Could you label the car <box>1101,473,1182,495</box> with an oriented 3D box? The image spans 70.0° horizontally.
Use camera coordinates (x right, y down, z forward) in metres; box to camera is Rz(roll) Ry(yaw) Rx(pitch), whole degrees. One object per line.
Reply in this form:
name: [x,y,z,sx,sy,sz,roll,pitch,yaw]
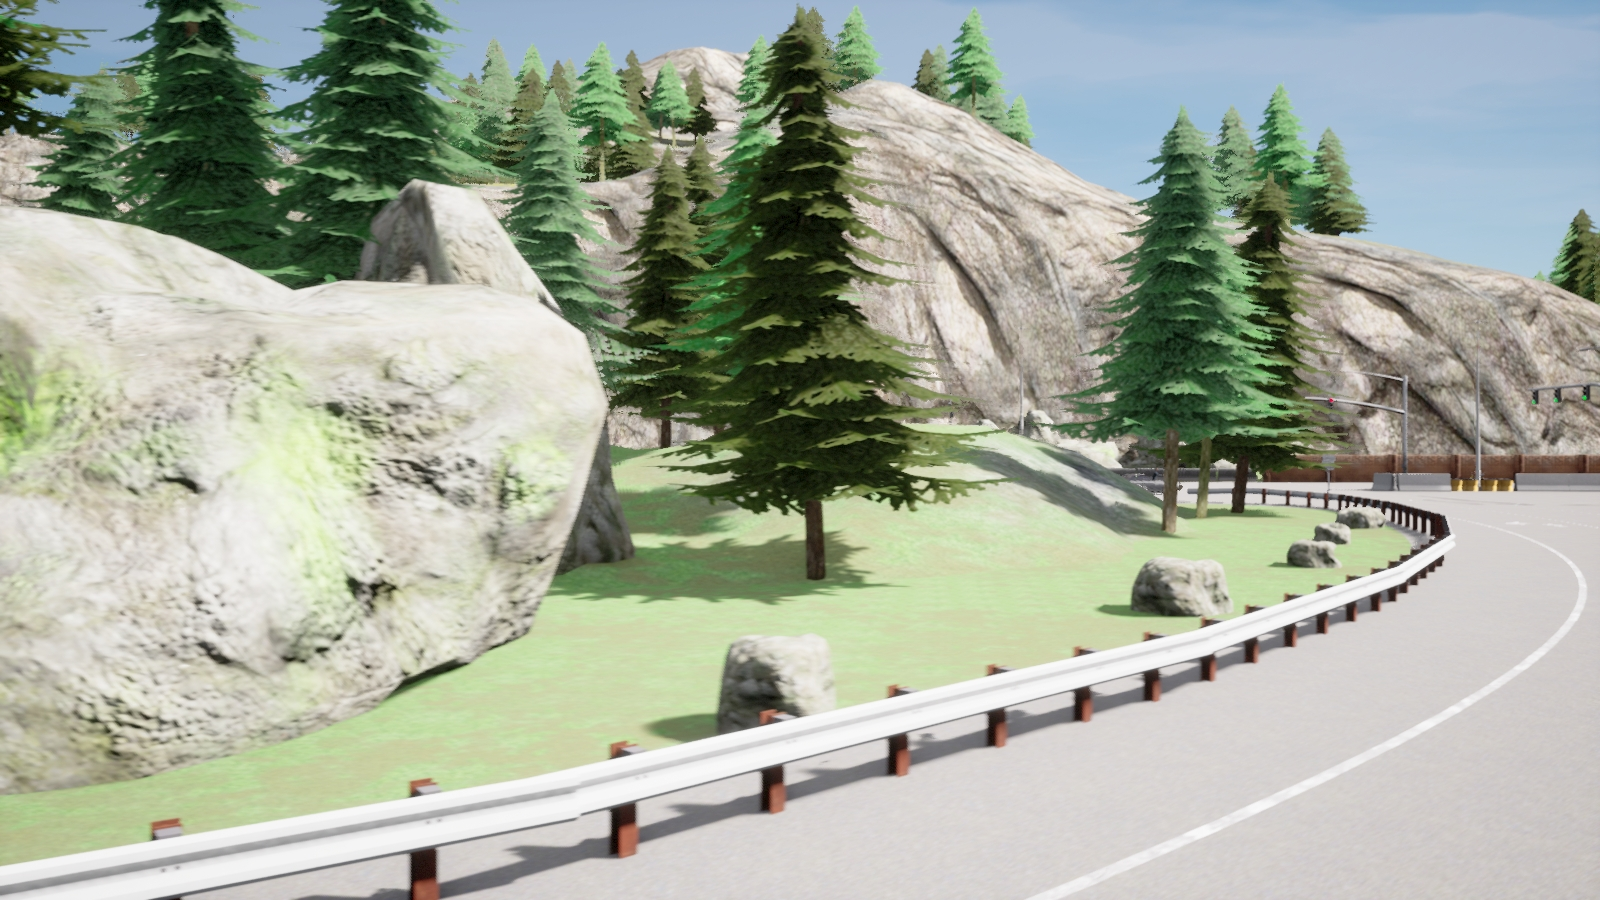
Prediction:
car: [21.724,2.167,72.769,4.718,1.301,1.895,0,0,7]
